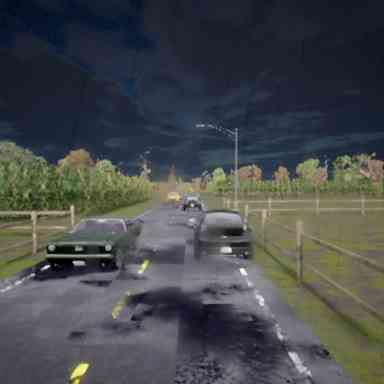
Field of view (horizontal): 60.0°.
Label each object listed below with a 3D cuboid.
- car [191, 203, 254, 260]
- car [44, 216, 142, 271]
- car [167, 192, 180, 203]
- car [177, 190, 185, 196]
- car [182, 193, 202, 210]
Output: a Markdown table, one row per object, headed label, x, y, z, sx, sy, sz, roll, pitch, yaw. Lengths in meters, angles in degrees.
| label | x | y | z | sx | sy | sz | roll | pitch | yaw |
| --- | --- | --- | --- | --- | --- | --- | --- | --- | --- |
| car | 0.963 | 1.364 | 11.812 | 1.837 | 1.490 | 4.892 | 0 | 1 | 0 |
| car | -2.849 | 1.474 | 10.603 | 1.895 | 1.301 | 4.718 | 0 | 1 | 0 |
| car | -2.825 | 0.843 | 51.385 | 1.882 | 1.535 | 5.008 | 0 | 1 | 0 |
| car | -2.742 | 0.263 | 86.804 | 1.994 | 1.385 | 4.181 | 0 | 1 | 0 |
| car | 0.049 | 1.106 | 34.788 | 1.812 | 1.442 | 4.674 | 0 | 1 | 1 |
